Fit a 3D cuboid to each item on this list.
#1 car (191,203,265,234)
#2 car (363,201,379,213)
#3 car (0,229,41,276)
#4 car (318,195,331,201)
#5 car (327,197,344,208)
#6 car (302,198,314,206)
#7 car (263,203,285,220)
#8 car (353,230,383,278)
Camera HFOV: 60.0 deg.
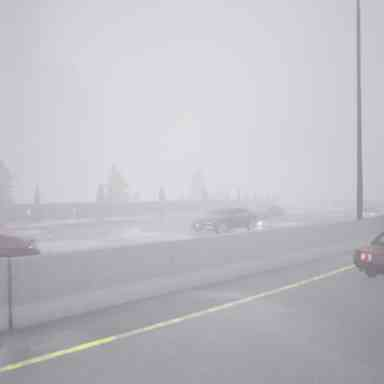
[{"bbox_3d":[2.033,1.597,19.861,1.837,1.490,4.892,0,0,45],"label":"car"},{"bbox_3d":[21.199,1.784,39.933,1.994,1.385,4.181,0,-1,28],"label":"car"},{"bbox_3d":[-6.303,1.569,8.229,4.674,1.442,1.812,0,0,-36],"label":"car"},{"bbox_3d":[31.938,1.503,79.962,2.150,2.045,5.566,0,-1,3],"label":"car"},{"bbox_3d":[24.216,1.937,55.753,1.994,1.385,4.181,0,-1,19],"label":"car"},{"bbox_3d":[23.713,1.992,68.086,1.882,1.535,5.008,0,-1,12],"label":"car"},{"bbox_3d":[6.728,1.706,30.270,2.033,1.411,5.357,0,-1,38],"label":"car"},{"bbox_3d":[6.356,1.629,9.211,4.718,1.301,1.895,0,0,-42],"label":"car"}]
